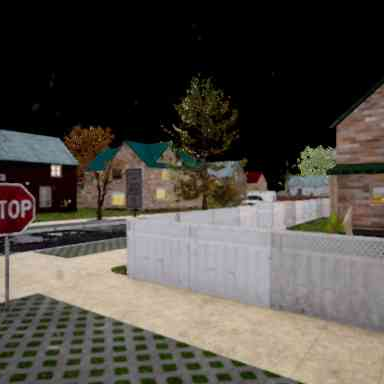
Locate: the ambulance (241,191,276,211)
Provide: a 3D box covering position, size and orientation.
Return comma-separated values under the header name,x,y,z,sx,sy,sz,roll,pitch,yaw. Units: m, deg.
name,x,y,z,sx,sy,sz,roll,pitch,yaw
ambulance,7.905,1.116,39.464,2.351,2.431,6.366,0,0,34
